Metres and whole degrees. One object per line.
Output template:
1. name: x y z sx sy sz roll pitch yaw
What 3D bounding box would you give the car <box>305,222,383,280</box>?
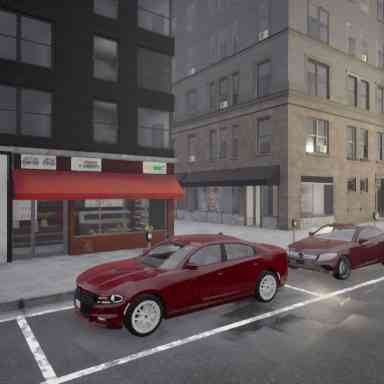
1. car: 4.521 1.577 9.862 4.206 1.307 1.802 0 0 -35

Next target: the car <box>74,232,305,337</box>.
1. car: 0.000 1.545 6.643 4.507 1.381 1.887 0 0 -35
